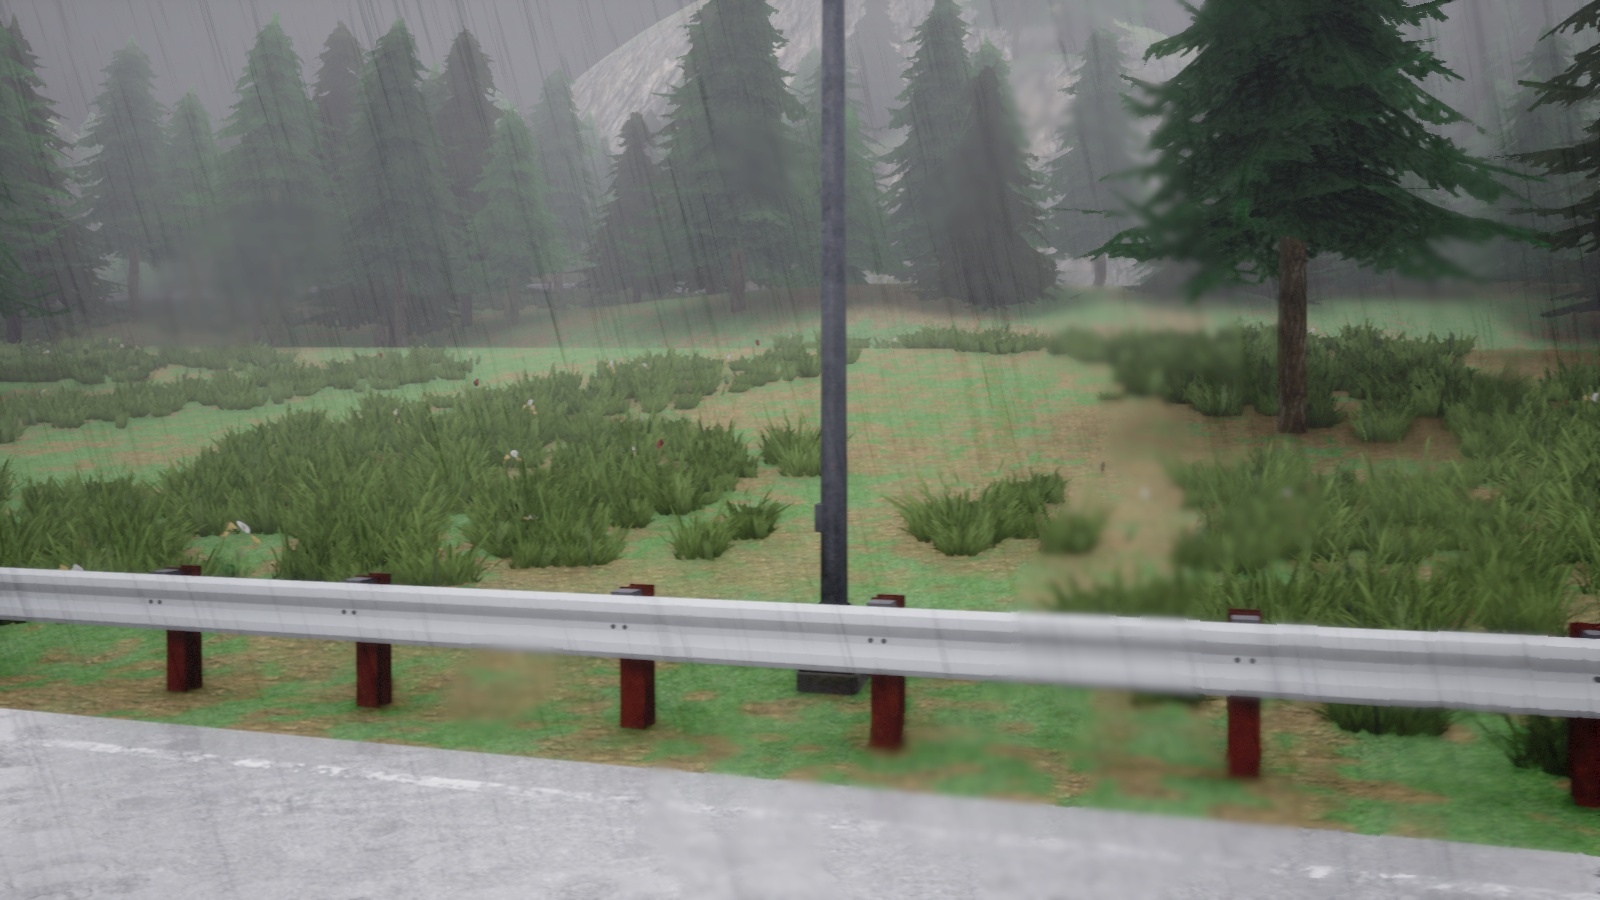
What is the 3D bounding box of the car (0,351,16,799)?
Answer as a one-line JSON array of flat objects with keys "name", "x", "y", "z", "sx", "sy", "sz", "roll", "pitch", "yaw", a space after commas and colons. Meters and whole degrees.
[{"name": "car", "x": -5.448, "y": 0.508, "z": 4.950, "sx": 3.866, "sy": 1.878, "sz": 1.905, "roll": 1, "pitch": 1, "yaw": 16}]
